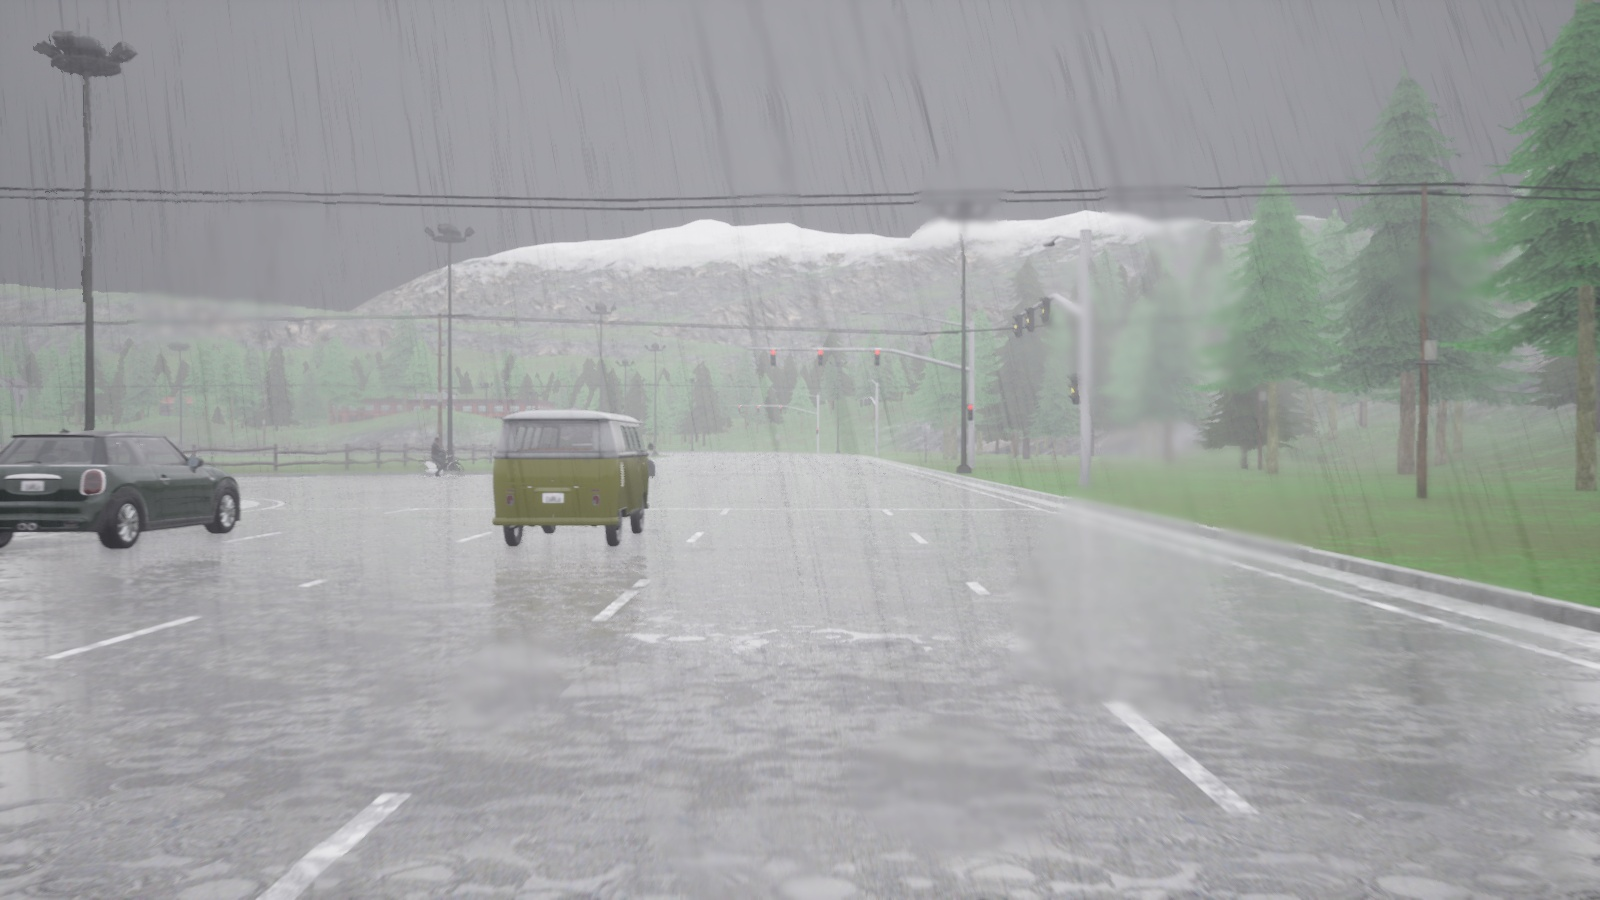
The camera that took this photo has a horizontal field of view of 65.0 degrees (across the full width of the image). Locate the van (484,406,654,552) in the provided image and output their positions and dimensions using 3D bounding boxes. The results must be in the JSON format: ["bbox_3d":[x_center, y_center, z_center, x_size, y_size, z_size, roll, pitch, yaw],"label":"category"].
[{"bbox_3d":[-3.405,0.381,19.308,1.775,1.987,4.442,0,0,0],"label":"van"}]

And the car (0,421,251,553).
[{"bbox_3d":[-10.407,0.483,19.096,2.097,1.767,4.553,0,0,0],"label":"car"}]

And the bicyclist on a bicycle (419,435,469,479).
[{"bbox_3d":[-14.639,0.296,51.654,1.843,1.776,0.659,0,-1,-31],"label":"bicyclist on a bicycle"}]
